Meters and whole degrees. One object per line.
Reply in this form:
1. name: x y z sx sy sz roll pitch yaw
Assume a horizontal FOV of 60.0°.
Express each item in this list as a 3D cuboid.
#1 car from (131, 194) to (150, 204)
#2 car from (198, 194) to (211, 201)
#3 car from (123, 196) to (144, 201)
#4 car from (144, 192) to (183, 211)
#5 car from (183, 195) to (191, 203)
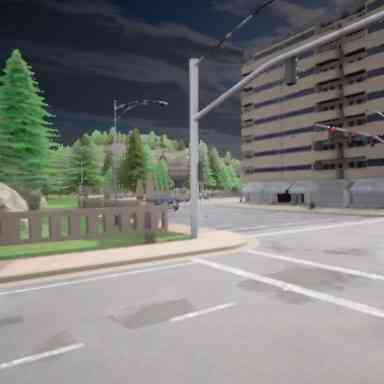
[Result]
1. car: -9.157 1.223 59.261 1.882 1.535 5.008 0 0 10
2. car: 2.277 1.151 70.767 2.128 1.511 4.902 0 0 32
3. car: -6.792 1.356 36.295 1.812 1.442 4.674 -1 0 -20
4. car: -3.190 1.027 36.343 2.150 2.045 5.566 -1 1 -22
5. car: -1.272 1.251 61.450 1.994 1.385 4.181 0 0 14
